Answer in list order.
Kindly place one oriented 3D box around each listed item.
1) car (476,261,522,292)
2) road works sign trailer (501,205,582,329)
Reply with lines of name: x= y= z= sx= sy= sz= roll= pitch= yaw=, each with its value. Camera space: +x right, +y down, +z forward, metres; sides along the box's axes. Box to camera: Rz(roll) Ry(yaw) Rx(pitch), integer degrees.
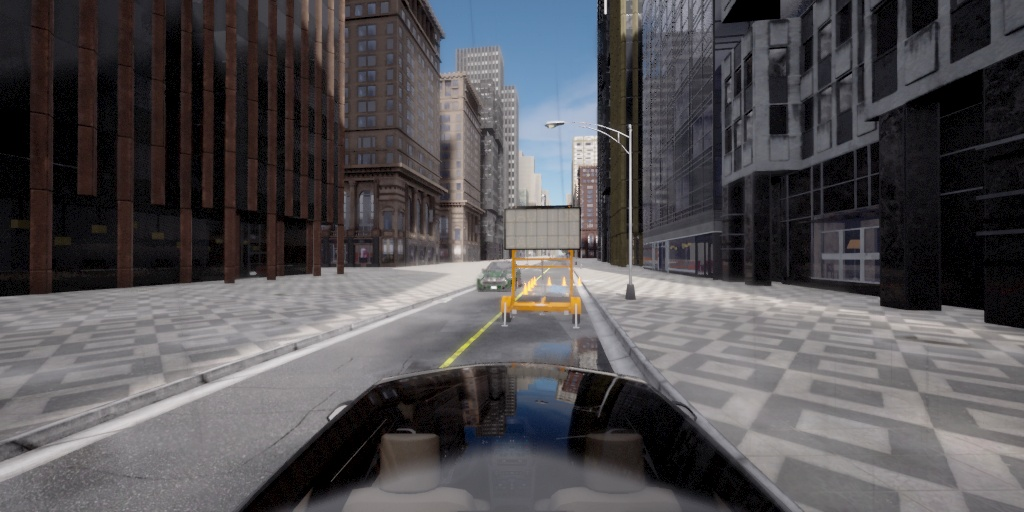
car: x=-0.655 y=1.092 z=21.243 sx=2.097 sy=1.767 sz=4.553 roll=0 pitch=0 yaw=8
road works sign trailer: x=0.976 y=0.211 z=11.411 sx=2.380 sy=3.560 sz=2.880 roll=0 pitch=0 yaw=8
